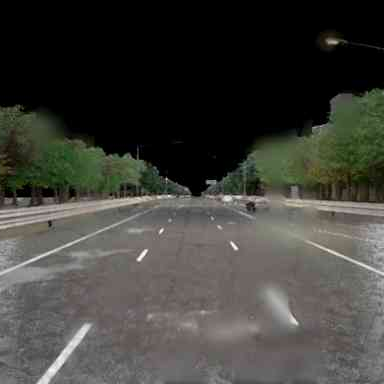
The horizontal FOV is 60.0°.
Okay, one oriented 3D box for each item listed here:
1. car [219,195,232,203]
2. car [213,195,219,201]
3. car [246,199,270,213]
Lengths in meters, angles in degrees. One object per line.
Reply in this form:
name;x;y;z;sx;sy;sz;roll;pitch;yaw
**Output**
car;7.013;1.524;66.788;1.812;1.442;4.674;0;0;0
car;7.065;1.429;82.854;2.097;1.767;4.553;0;0;0
car;7.159;1.485;36.433;2.128;1.511;4.902;0;0;-2
